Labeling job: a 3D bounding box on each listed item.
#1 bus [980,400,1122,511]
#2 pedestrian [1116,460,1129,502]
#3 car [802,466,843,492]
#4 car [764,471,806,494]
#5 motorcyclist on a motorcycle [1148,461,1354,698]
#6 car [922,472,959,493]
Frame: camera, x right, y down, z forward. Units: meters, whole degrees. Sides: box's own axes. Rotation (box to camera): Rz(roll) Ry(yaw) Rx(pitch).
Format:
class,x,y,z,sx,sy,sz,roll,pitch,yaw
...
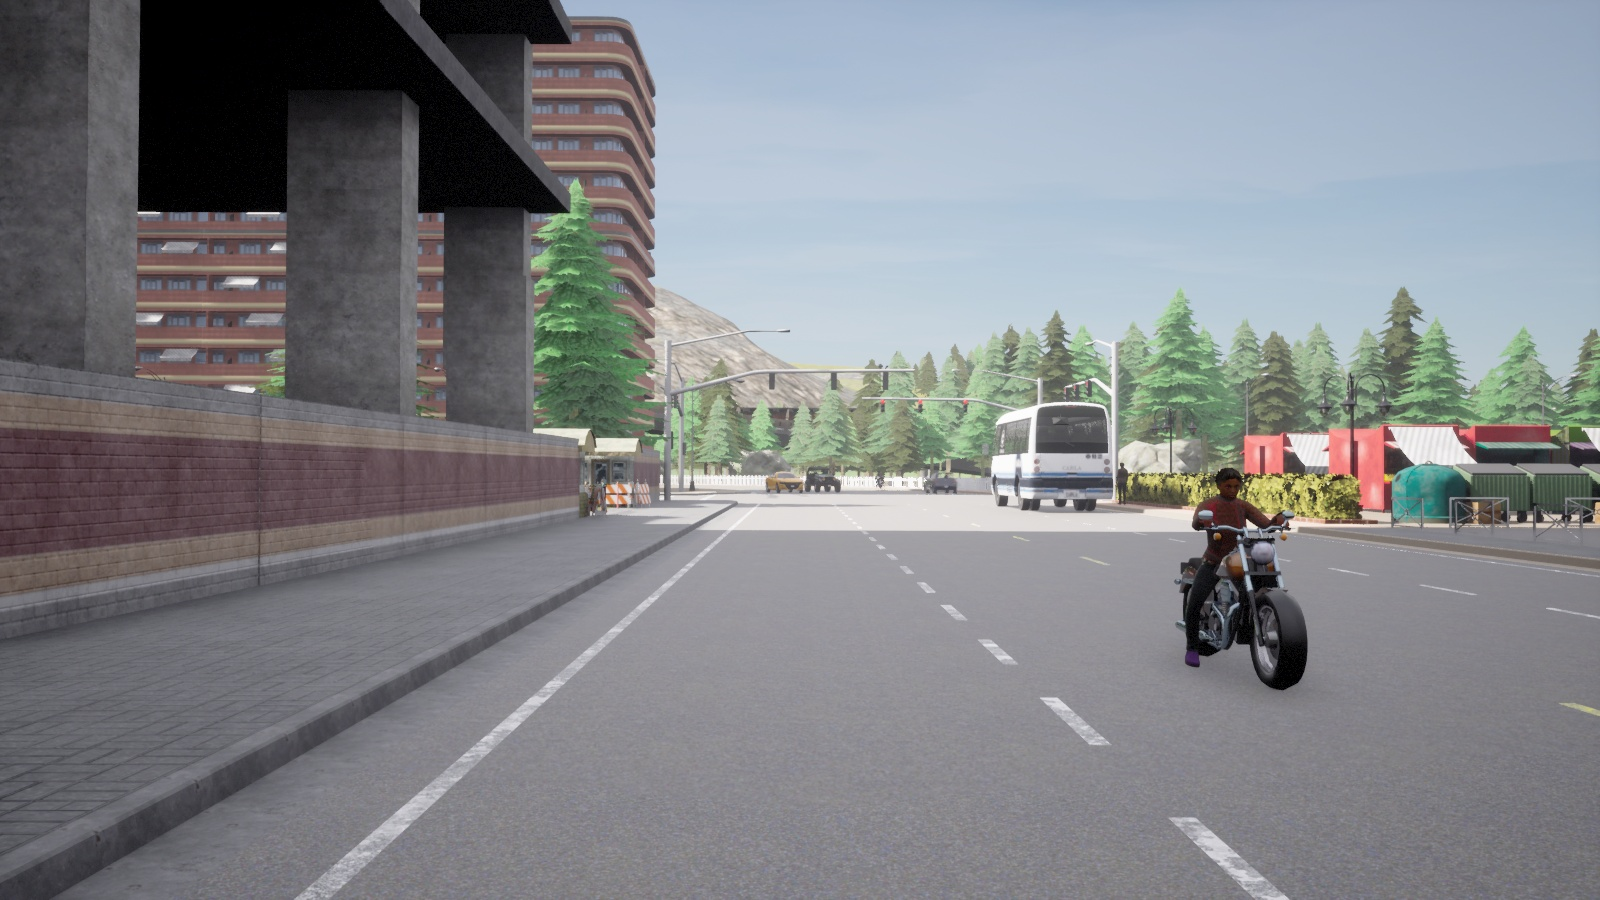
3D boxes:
class,x,y,z,sx,sy,sz,roll,pitch,yaw
bus,10.362,0.289,53.273,3.944,4.253,10.273,0,-1,0
pedestrian,13.813,1.315,53.815,0.328,1.805,0.869,0,-1,2
car,1.646,2.164,93.155,1.905,1.878,3.866,0,-1,-18
car,-1.119,2.303,89.900,1.882,1.535,5.008,0,-1,-15
motorcyclist on a motorcycle,3.475,0.918,9.942,0.766,1.649,2.350,0,-1,0
car,9.831,2.267,88.222,1.845,1.501,3.633,0,-1,-6
